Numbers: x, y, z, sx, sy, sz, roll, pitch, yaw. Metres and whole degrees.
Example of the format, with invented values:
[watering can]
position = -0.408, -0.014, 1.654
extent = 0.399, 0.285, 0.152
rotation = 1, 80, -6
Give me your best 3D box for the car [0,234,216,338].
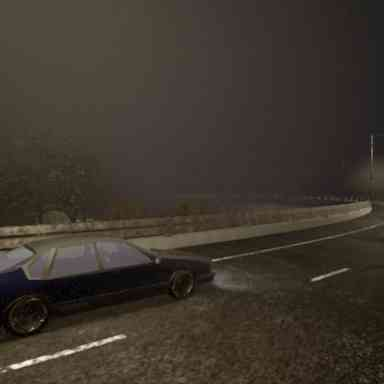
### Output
[car]
position = -2.042, 1.586, 6.730
extent = 5.357, 1.411, 2.033
rotation = 0, 0, -37
